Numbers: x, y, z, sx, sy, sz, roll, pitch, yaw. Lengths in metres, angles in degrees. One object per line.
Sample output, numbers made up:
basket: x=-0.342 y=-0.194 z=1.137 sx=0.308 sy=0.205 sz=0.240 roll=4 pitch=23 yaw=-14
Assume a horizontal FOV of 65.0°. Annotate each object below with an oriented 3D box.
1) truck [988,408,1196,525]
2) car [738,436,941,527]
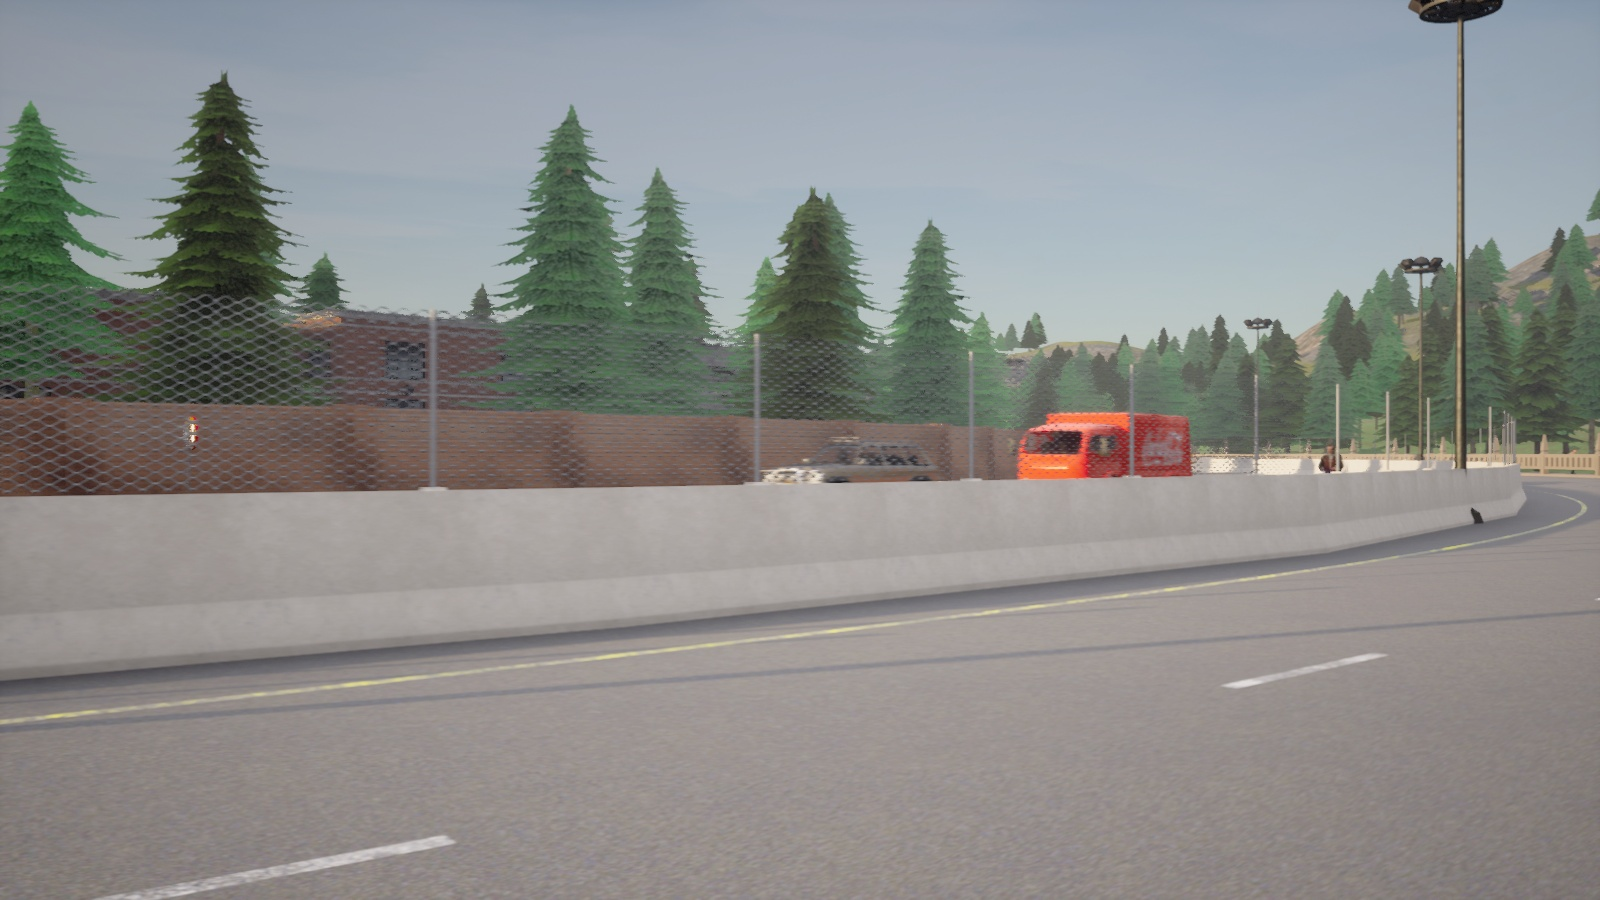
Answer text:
truck: x=6.903 y=0.324 z=29.311 sx=2.627 sy=2.467 sz=5.204 roll=0 pitch=0 yaw=40
car: x=0.966 y=0.642 z=27.911 sx=1.932 sy=1.855 sz=4.605 roll=0 pitch=0 yaw=43
